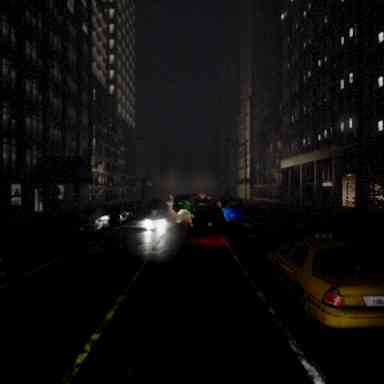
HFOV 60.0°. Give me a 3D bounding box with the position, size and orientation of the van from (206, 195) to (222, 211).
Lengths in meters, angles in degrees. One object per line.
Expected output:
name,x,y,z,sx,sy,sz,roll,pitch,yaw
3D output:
van,2.697,1.327,40.987,1.690,1.788,3.998,-1,0,0

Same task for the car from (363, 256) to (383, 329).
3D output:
car,2.682,1.440,1.202,1.967,1.590,4.097,-1,0,0

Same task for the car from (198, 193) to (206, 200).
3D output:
car,2.717,1.281,92.141,2.192,1.841,5.009,-1,0,0

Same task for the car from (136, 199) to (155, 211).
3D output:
car,-5.682,1.568,40.991,1.802,1.307,4.206,-1,0,0

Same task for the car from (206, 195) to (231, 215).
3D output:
car,2.694,1.303,35.303,2.192,1.841,5.009,-1,0,0

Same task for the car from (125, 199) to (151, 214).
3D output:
car,-5.685,1.539,35.307,2.008,1.369,4.403,-1,0,0

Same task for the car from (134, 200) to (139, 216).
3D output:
car,-5.686,1.535,29.623,1.887,1.381,4.507,-1,0,0

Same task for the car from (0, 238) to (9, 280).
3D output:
car,-5.696,1.438,6.889,1.967,1.590,4.097,-1,0,0

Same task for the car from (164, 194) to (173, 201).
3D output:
car,-5.667,1.411,80.776,1.967,1.590,4.097,-1,0,0

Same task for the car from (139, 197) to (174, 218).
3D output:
car,-3.087,1.482,29.774,2.128,1.511,4.902,0,0,0

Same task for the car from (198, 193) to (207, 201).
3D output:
car,2.714,1.283,86.456,2.192,1.841,5.009,-1,0,0

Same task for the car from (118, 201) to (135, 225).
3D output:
car,-5.688,1.558,23.940,1.947,1.339,4.313,-1,0,0

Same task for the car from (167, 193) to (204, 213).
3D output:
car,-0.129,1.208,35.668,2.150,2.045,5.566,-1,0,24

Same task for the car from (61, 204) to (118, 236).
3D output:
car,-5.691,1.545,18.256,2.008,1.369,4.403,-1,0,0

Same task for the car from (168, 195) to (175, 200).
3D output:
car,-5.661,1.492,91.974,1.752,1.417,4.829,-1,0,0

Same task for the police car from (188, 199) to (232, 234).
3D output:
police car,0.907,1.419,19.393,1.930,1.638,5.238,0,0,0

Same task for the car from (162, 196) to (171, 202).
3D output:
car,-5.668,1.555,75.092,1.802,1.307,4.206,-1,0,0

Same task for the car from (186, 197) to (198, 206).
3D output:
car,0.021,1.582,55.324,1.895,1.301,4.718,0,0,0

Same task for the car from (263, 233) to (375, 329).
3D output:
car,2.685,1.523,7.055,1.752,1.417,4.829,-1,0,0

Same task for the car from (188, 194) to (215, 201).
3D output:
car,0.910,1.341,29.254,2.097,1.767,4.553,0,0,0

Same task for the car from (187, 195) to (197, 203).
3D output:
car,0.028,1.390,70.293,2.128,1.511,4.902,0,0,0

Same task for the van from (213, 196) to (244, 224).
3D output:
van,2.690,1.333,23.936,1.690,1.788,3.998,-1,0,0

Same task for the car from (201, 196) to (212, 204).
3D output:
car,2.708,1.528,63.721,2.008,1.369,4.403,-1,0,0
